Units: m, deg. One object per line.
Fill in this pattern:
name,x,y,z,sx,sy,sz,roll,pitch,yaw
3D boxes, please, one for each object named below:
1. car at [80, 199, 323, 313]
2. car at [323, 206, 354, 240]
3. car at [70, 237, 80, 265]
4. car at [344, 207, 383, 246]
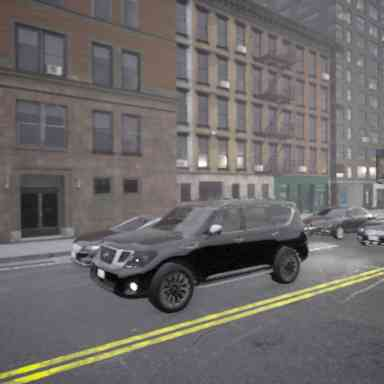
car,0.496,1.217,8.019,5.566,2.045,2.150,0,0,-36
car,7.578,1.488,17.064,4.892,1.490,1.837,0,0,-35
car,-1.307,1.487,10.723,4.902,1.511,2.128,0,0,-35
car,8.863,1.474,13.991,4.902,1.511,2.128,0,0,-36
